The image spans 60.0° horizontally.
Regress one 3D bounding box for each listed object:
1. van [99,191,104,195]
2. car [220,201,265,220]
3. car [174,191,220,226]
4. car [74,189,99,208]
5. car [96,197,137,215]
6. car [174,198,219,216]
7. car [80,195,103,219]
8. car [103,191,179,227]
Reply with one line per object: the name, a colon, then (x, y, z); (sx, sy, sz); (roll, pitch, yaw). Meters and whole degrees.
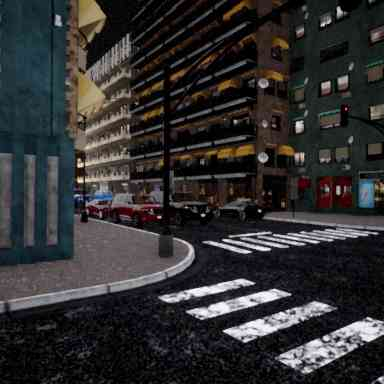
van: (-12.736, 0.722, 47.735); (1.690, 1.788, 3.998); (2, 0, -36)
car: (3.560, 1.349, 25.150); (1.947, 1.339, 4.313); (2, 0, -36)
car: (-0.977, 0.964, 21.527); (2.150, 2.045, 5.566); (1, 0, -36)
car: (-12.951, 0.667, 38.145); (2.150, 2.045, 5.566); (1, 1, -35)
car: (-6.799, 1.199, 29.591); (1.895, 1.301, 4.718); (1, 1, -36)
car: (0.300, 1.285, 29.667); (1.802, 1.307, 4.206); (2, 0, -36)
car: (-6.517, 1.181, 24.794); (1.887, 1.381, 4.507); (2, 0, -36)
car: (-3.250, 1.032, 20.278); (2.192, 1.841, 5.009); (2, 0, -36)
